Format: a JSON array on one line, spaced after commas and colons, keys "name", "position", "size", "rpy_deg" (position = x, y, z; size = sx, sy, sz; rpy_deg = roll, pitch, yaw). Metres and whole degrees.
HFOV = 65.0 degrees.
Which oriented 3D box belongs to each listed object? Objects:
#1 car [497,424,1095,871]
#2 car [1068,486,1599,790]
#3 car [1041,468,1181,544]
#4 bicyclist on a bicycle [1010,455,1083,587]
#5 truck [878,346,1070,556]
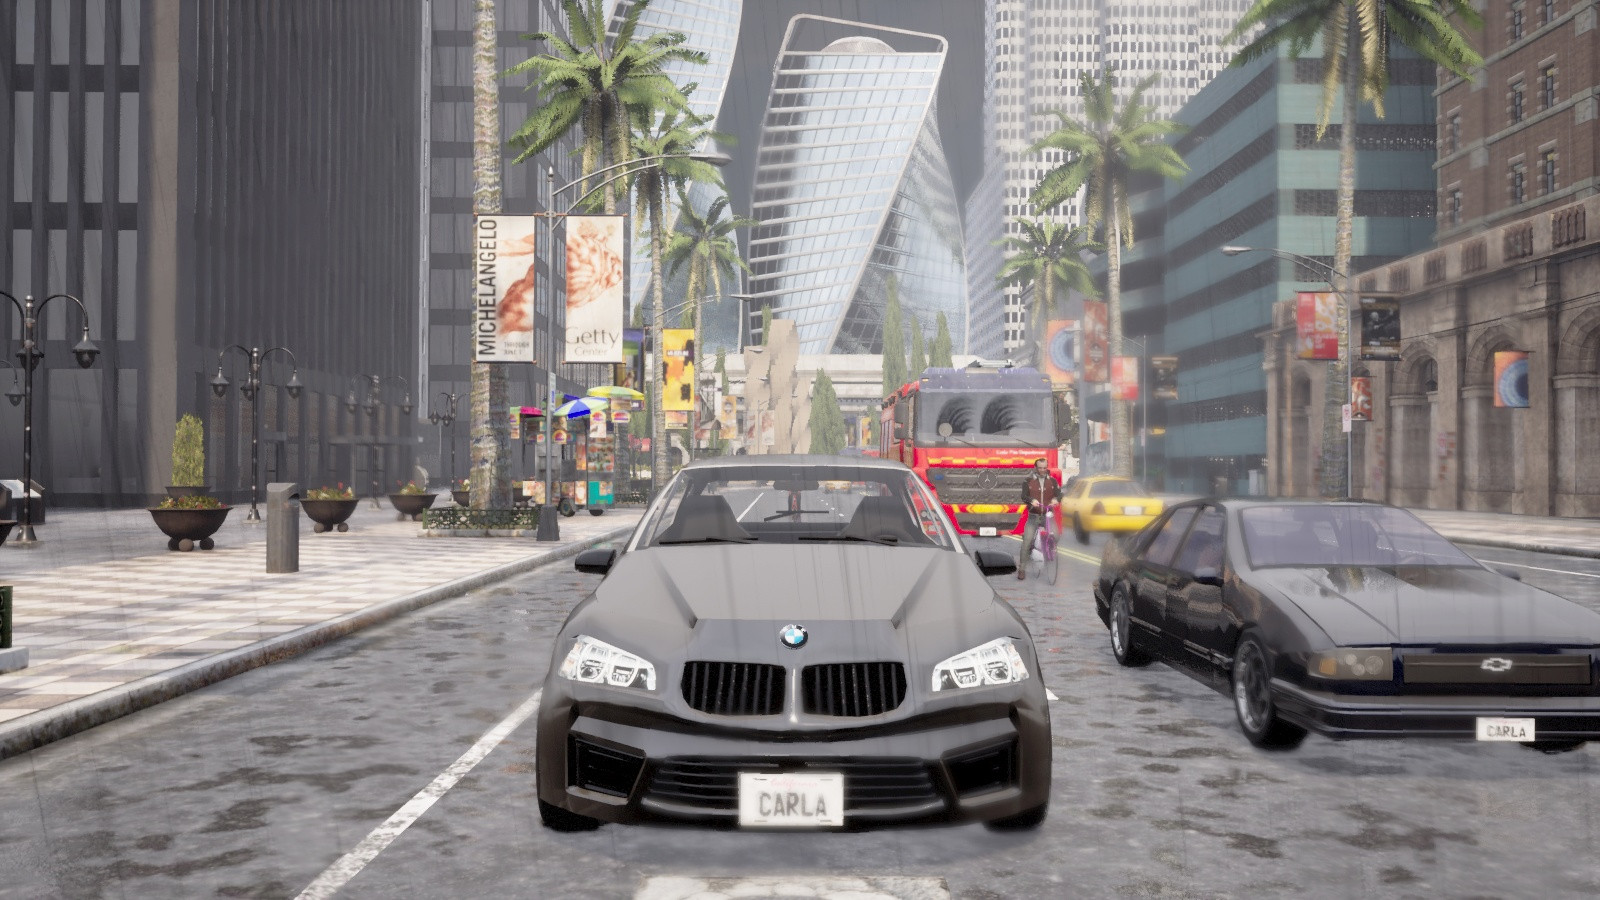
[{"name": "car", "position": [-0.018, 0.777, 7.026], "size": [2.242, 1.667, 4.611], "rpy_deg": [0, -1, 0]}, {"name": "car", "position": [3.478, 0.996, 8.825], "size": [2.033, 1.411, 5.357], "rpy_deg": [0, -1, 0]}, {"name": "car", "position": [6.942, 1.205, 28.633], "size": [1.801, 1.575, 5.366], "rpy_deg": [0, -1, 0]}, {"name": "bicyclist on a bicycle", "position": [3.458, 0.969, 17.742], "size": [0.659, 1.776, 1.843], "rpy_deg": [0, -1, 0]}, {"name": "truck", "position": [3.446, 0.092, 27.189], "size": [2.891, 3.827, 8.468], "rpy_deg": [0, -1, 0]}]
